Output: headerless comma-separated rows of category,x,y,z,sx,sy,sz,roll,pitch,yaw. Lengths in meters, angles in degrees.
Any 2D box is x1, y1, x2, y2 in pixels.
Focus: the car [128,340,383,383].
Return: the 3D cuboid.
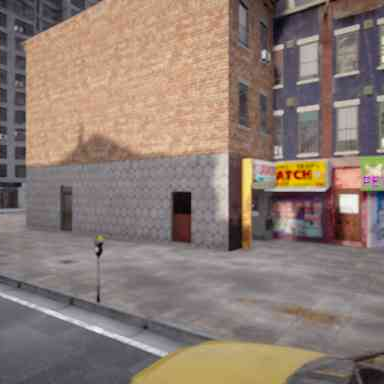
car,1.498,1.525,1.738,4.829,1.417,1.752,0,0,35
